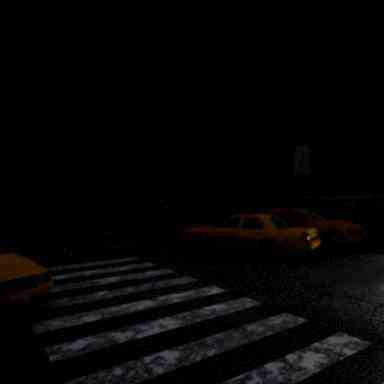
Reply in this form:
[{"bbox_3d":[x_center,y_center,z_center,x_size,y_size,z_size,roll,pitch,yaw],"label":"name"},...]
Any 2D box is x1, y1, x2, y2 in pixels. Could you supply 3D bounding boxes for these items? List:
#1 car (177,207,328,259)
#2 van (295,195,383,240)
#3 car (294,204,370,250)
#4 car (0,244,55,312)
[{"bbox_3d":[1.942,1.465,12.483,5.366,1.575,1.946,-1,0,34],"label":"car"},{"bbox_3d":[6.836,1.164,15.974,4.442,1.987,1.878,-1,0,34],"label":"van"},{"bbox_3d":[4.519,1.431,14.154,5.008,1.535,2.097,-1,-1,34],"label":"car"},{"bbox_3d":[-5.062,1.479,7.003,5.366,1.575,1.946,-1,-1,34],"label":"car"}]
